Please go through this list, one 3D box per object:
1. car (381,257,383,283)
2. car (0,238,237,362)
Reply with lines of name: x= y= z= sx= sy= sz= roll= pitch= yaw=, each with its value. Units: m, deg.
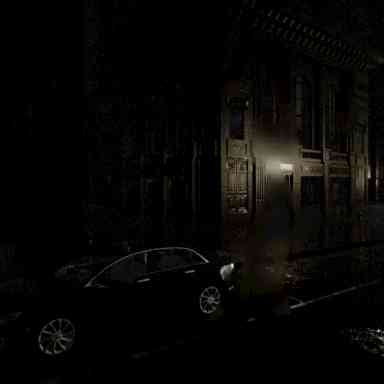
car: x=6.462 y=1.478 z=7.960 sx=5.008 sy=1.535 sz=1.882 roll=0 pitch=0 yaw=-35
car: x=-1.172 y=1.550 z=5.810 sx=4.403 sy=1.369 sz=2.008 roll=0 pitch=0 yaw=-35
